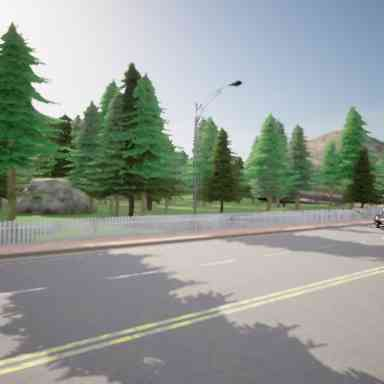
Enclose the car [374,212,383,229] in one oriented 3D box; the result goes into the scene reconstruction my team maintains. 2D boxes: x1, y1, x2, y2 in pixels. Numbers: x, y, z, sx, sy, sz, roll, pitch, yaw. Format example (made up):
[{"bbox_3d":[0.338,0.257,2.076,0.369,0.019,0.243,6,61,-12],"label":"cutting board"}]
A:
[{"bbox_3d":[14.389,1.759,22.743,4.902,1.511,2.128,1,-1,-35],"label":"car"}]
